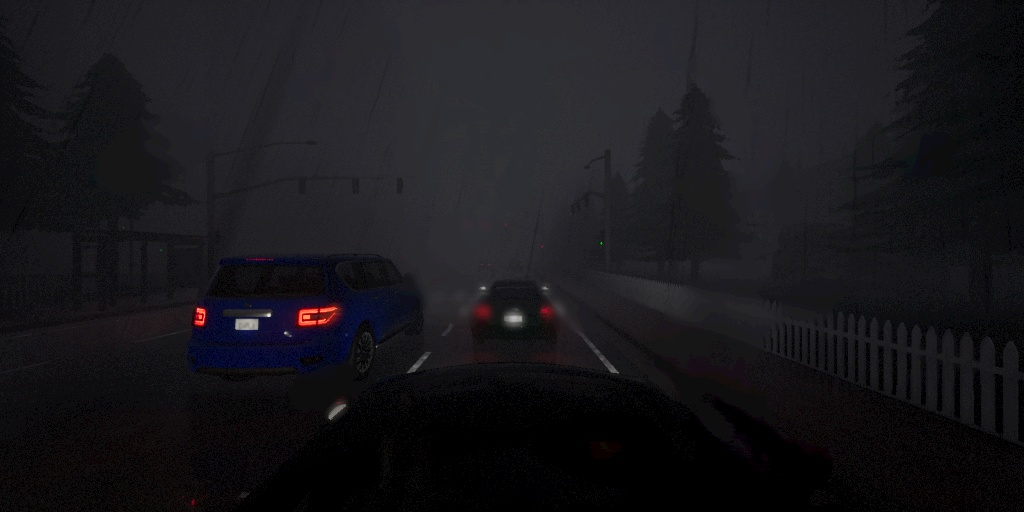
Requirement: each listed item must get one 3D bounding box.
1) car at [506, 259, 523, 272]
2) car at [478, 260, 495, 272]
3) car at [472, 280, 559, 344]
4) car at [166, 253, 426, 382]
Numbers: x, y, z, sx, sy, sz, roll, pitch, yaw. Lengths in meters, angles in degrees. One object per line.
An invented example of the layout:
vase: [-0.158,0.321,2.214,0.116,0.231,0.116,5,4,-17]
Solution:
car: [0.278,1.102,45.684,2.097,1.767,4.553,0,0,0]
car: [-3.224,1.242,45.592,2.128,1.511,4.902,0,0,1]
car: [0.089,1.314,9.592,1.994,1.385,4.181,0,0,1]
car: [-3.404,0.972,7.312,2.150,2.045,5.566,0,0,0]
